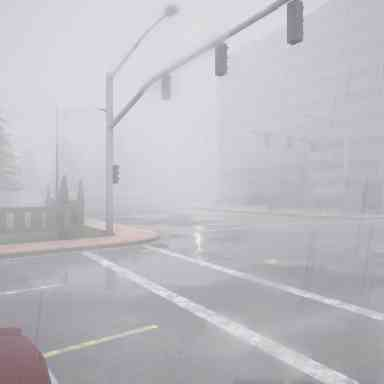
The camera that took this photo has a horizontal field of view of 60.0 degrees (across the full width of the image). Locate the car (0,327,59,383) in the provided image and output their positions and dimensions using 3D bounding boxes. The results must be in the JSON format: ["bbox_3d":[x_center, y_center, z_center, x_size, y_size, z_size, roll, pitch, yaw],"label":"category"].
[{"bbox_3d":[-3.096,1.601,1.571,4.718,1.301,1.895,0,0,-35],"label":"car"}]
